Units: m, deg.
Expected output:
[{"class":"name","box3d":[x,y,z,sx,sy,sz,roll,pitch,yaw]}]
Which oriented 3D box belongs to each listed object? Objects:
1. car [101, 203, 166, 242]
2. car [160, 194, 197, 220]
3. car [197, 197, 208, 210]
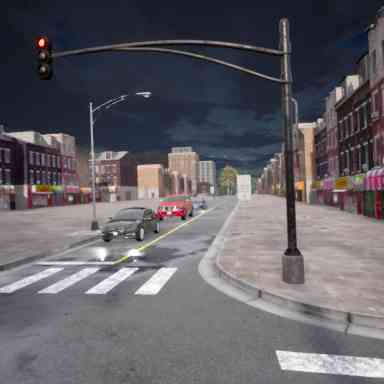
[{"class":"car","box3d":[-2.984,1.570,17.035,1.837,1.490,4.892,-2,0,9]},{"class":"car","box3d":[-1.282,1.196,27.575,2.150,2.045,5.566,-2,0,9]},{"class":"car","box3d":[0.680,1.392,39.460,1.812,1.442,4.674,-2,0,9]}]
